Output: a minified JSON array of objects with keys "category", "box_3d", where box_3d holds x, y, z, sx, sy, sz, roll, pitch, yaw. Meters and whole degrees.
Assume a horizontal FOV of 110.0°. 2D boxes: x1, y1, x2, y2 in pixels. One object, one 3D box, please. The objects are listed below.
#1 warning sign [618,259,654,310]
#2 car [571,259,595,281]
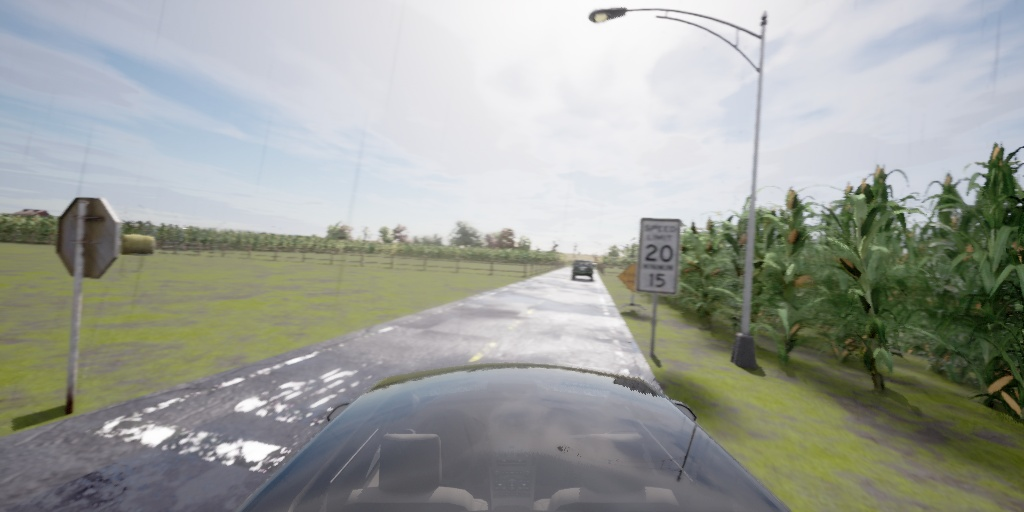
[{"category":"warning sign","box_3d":[4.925,1.163,14.699,1.300,1.860,1.060,0,0,12]},{"category":"car","box_3d":[7.319,1.401,36.899,2.150,2.045,5.566,4,0,13]}]
